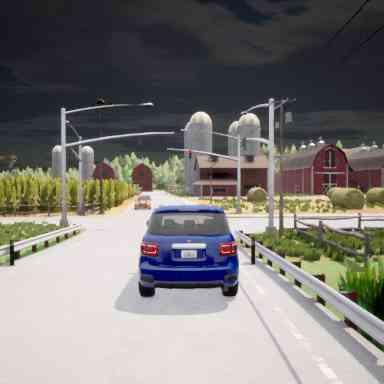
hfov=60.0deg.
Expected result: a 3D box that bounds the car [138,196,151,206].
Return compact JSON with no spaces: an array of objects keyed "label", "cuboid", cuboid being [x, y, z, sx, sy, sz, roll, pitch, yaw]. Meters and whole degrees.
[{"label":"car","cuboid":[-7.602,1.393,53.170,1.994,1.385,4.181,0,1,-8]}]

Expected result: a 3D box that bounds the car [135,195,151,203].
[{"label":"car","cuboid":[-6.390,1.335,43.508,2.097,1.767,4.553,0,1,-7]}]

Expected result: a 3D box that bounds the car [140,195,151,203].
[{"label":"car","cuboid":[-8.849,1.234,63.135,1.994,1.385,4.181,0,1,-7]}]

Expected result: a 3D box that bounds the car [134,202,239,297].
[{"label":"car","cuboid":[-0.109,1.365,9.053,2.150,2.045,5.566,0,-2,-1]}]
